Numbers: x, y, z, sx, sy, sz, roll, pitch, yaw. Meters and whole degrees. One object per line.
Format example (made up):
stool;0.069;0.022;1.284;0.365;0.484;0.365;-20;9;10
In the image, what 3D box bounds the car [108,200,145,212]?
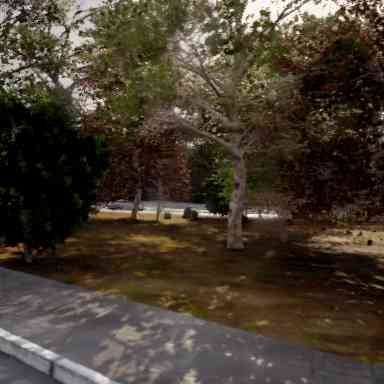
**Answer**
car;-7.881;1.673;40.033;4.674;1.442;1.812;6;-2;-42
